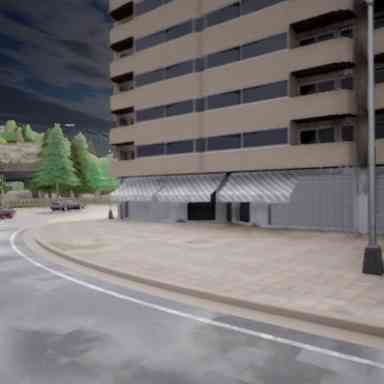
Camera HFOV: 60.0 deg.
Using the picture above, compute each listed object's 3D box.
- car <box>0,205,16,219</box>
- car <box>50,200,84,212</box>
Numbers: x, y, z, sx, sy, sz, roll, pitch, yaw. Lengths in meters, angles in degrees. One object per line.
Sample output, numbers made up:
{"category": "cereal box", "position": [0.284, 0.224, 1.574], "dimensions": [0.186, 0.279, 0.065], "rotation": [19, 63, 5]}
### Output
{"category": "car", "position": [-17.453, 1.806, 29.637], "dimensions": [1.994, 1.385, 4.181], "rotation": [0, 0, -3]}
{"category": "car", "position": [-15.890, 1.763, 42.598], "dimensions": [2.128, 1.511, 4.902], "rotation": [-1, 0, 19]}
